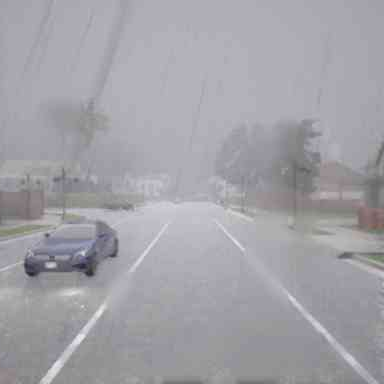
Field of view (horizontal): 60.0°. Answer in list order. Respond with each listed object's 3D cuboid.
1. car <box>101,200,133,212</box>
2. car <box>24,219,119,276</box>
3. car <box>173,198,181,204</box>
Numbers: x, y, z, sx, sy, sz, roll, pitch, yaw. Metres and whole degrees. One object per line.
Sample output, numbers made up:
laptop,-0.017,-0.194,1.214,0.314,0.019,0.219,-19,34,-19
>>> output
car,-10.263,1.904,45.326,4.892,1.490,1.837,0,-2,28
car,-3.619,1.643,10.858,1.812,1.442,4.674,0,-1,0
car,-3.842,2.445,87.800,1.812,1.442,4.674,0,-1,0
